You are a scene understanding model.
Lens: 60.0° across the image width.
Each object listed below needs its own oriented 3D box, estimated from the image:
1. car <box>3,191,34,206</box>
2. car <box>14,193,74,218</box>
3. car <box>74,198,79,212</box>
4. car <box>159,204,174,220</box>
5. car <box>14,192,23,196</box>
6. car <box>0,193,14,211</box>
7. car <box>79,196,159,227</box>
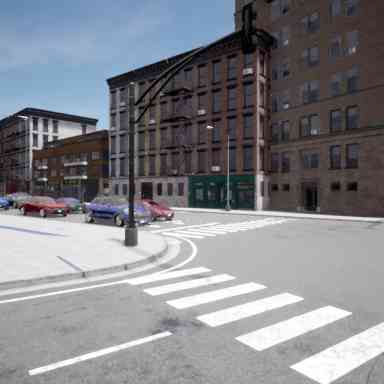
[{"bbox_3d":[-23.254,0.834,44.453,4.553,1.767,2.097,1,0,41],"label":"car"},{"bbox_3d":[-11.741,1.118,26.232,5.008,1.535,1.882,1,0,39],"label":"car"},{"bbox_3d":[-11.155,1.201,29.923,4.181,1.385,1.994,1,0,39],"label":"car"},{"bbox_3d":[-3.375,1.267,23.842,4.674,1.442,1.812,1,0,38],"label":"car"},{"bbox_3d":[-19.160,1.030,36.467,4.902,1.511,2.128,1,0,40],"label":"car"},{"bbox_3d":[-19.794,1.018,32.764,5.008,1.535,1.882,1,0,40],"label":"car"},{"bbox_3d":[-4.586,1.089,20.593,4.553,1.767,2.097,1,0,39],"label":"car"}]
